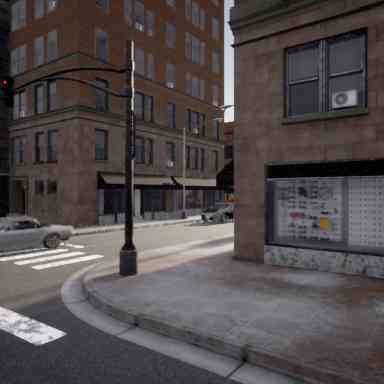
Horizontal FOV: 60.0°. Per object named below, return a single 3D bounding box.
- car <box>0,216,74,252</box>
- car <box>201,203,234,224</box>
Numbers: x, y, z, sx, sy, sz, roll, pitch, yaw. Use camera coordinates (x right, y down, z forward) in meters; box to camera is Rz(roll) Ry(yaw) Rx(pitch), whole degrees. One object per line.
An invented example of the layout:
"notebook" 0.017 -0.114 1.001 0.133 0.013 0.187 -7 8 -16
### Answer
"car" -7.100 1.639 12.764 1.895 1.301 4.718 0 0 35
"car" 2.575 1.598 26.340 2.128 1.511 4.902 0 0 35
